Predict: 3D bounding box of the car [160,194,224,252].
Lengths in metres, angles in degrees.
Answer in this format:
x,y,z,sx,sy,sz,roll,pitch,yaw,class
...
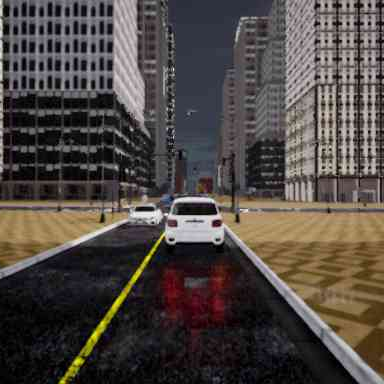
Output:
x,y,z,sx,sy,sz,roll,pitch,yaw,class
0.097,1.233,14.025,2.150,2.045,5.566,0,0,0,car

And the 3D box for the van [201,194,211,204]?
x,y,z,sx,sy,sz,roll,pitch,yaw,class
2.681,1.375,63.759,1.690,1.788,3.998,0,0,0,van

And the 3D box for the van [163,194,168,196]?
x,y,z,sx,sy,sz,roll,pitch,yaw,class
-5.772,1.380,74.864,1.690,1.788,3.998,0,0,0,van

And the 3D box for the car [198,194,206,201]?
x,y,z,sx,sy,sz,roll,pitch,yaw,class
2.669,1.361,91.451,2.192,1.841,5.009,0,0,0,car

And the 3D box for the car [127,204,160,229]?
x,y,z,sx,sy,sz,roll,pitch,yaw,class
-3.061,1.539,22.131,1.812,1.442,4.674,0,0,0,car

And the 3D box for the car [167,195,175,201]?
x,y,z,sx,sy,sz,roll,pitch,yaw,class
-5.712,1.612,91.481,1.947,1.339,4.313,0,0,0,car

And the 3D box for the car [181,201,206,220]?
x,y,z,sx,sy,sz,roll,pitch,yaw,class
0.024,1.566,29.871,2.033,1.411,5.357,0,0,-2,car

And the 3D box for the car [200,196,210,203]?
x,y,z,sx,sy,sz,roll,pitch,yaw,class
2.610,1.582,69.297,1.887,1.381,4.507,0,0,0,car

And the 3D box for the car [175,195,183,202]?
x,y,z,sx,sy,sz,roll,pitch,yaw,class
-3.064,1.566,80.829,1.812,1.442,4.674,0,0,0,car
